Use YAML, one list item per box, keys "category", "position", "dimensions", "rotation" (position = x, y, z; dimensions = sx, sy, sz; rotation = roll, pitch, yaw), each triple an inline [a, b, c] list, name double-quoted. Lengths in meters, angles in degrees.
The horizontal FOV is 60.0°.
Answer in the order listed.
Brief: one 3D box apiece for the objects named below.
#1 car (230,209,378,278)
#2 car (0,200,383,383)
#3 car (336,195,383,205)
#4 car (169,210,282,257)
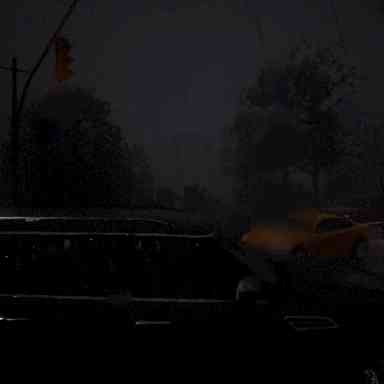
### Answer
- category: "car"
  position: [3.777, 1.454, 10.780]
  dimensions: [5.008, 1.535, 1.882]
  rotation: [0, 0, -34]
- category: "car"
  position: [-0.442, 1.215, 3.718]
  dimensions: [5.566, 2.045, 2.150]
  rotation: [0, 2, -1]
- category: "car"
  position: [9.191, 1.175, 18.590]
  dimensions: [5.566, 2.045, 2.150]
  rotation: [0, 0, -33]
- category: "car"
  position: [1.407, 1.541, 13.400]
  dimensions: [4.181, 1.385, 1.994]
  rotation: [0, 0, -34]
